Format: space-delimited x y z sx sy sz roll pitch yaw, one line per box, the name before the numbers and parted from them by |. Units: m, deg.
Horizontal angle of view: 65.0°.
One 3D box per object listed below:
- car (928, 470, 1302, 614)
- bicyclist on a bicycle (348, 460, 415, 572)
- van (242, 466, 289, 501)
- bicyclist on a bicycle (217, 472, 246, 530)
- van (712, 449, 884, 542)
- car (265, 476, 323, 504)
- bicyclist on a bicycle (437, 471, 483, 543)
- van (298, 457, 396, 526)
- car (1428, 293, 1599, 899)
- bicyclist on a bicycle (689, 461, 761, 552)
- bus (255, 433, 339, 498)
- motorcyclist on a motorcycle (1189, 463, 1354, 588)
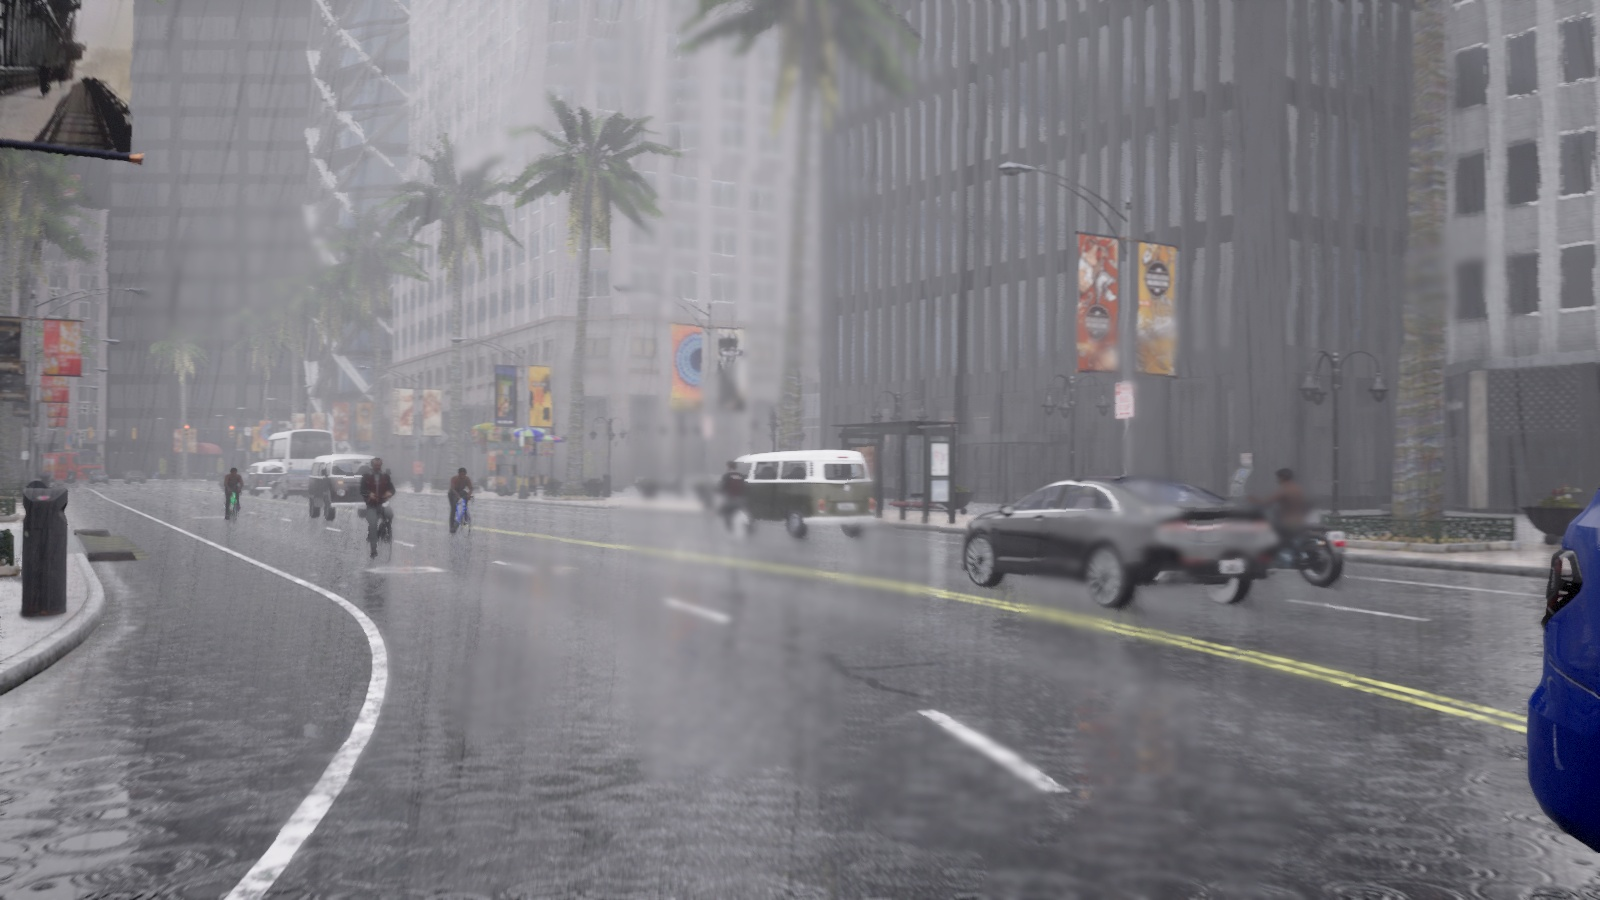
car | 3.710 1.018 15.909 2.128 1.511 4.902 0 -1 -21
bicyclist on a bicycle | -6.983 1.073 20.917 0.659 1.776 1.843 0 -1 -31
van | -32.467 1.989 76.194 2.069 2.038 4.480 0 -1 -31
bicyclist on a bicycle | -16.631 1.472 36.714 0.582 1.620 1.656 0 -1 -31
van | -0.149 1.040 29.876 2.069 2.038 4.480 0 -1 -31
car | -27.291 2.141 67.587 2.033 1.411 5.357 0 -1 -32
bicyclist on a bicycle | -7.910 1.298 29.153 0.582 1.620 1.656 0 -1 -31
van | -14.385 1.281 39.752 2.069 2.038 4.480 0 -1 -31
car | 3.501 0.543 1.680 2.150 2.045 5.566 0 -1 -5
bicyclist on a bicycle | -1.538 1.119 25.404 0.659 1.776 1.843 0 -1 -31
bus | -35.262 1.097 87.758 3.944 4.253 10.273 0 -1 -31
motorcyclist on a motorcycle | 6.662 1.030 17.913 0.766 1.649 2.350 0 -1 -23
